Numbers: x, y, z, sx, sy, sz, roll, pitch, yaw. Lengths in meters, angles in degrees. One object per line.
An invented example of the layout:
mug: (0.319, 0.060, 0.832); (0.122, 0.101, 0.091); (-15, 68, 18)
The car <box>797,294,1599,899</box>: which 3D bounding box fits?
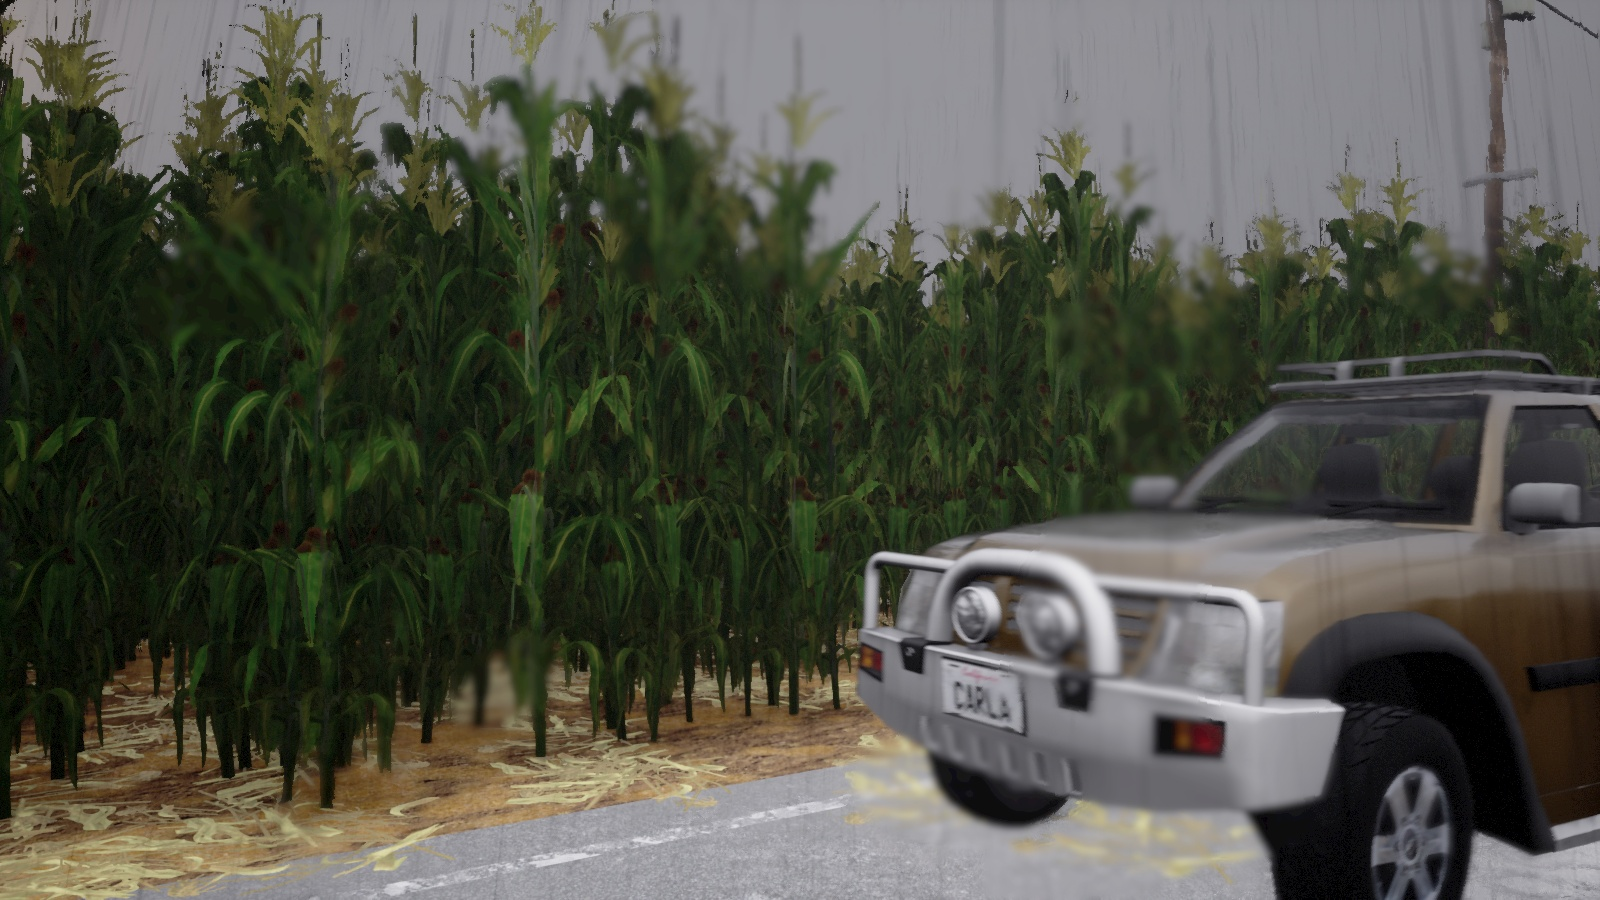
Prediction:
car: (2.466, 0.569, 5.018); (4.605, 1.855, 1.932); (0, -1, -30)
